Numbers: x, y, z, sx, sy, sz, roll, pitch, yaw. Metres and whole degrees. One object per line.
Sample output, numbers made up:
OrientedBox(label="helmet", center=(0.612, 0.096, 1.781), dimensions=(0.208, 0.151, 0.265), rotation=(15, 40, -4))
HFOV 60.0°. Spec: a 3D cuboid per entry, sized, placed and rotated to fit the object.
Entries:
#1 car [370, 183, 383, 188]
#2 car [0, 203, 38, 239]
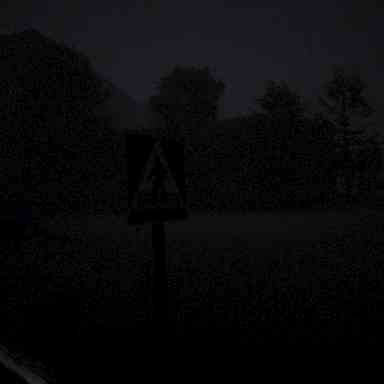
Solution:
OrientedBox(label="car", center=(38.655, -1.861, 67.808), dimensions=(5.008, 1.535, 2.097), rotation=(-5, 1, -6))
OrientedBox(label="car", center=(-8.596, 1.302, 13.505), dimensions=(2.097, 1.535, 5.008), rotation=(1, 0, 18))
